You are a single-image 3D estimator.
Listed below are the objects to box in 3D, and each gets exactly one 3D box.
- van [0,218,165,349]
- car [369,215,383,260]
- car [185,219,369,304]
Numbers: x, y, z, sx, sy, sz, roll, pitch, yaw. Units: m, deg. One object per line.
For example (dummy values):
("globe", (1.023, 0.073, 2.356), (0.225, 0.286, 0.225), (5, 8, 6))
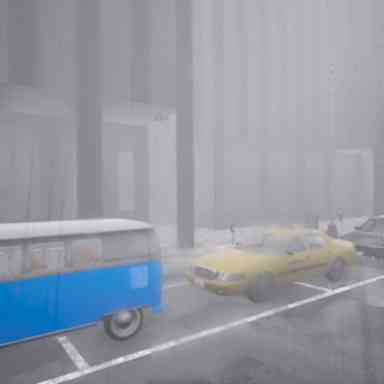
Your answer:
("van", (-2.352, 1.337, 4.862), (3.998, 1.788, 1.690), (0, 0, -36))
("car", (6.845, 1.497, 11.426), (4.313, 1.339, 1.947), (0, 0, -36))
("car", (2.109, 1.489, 8.044), (4.829, 1.417, 1.752), (0, 0, -36))
